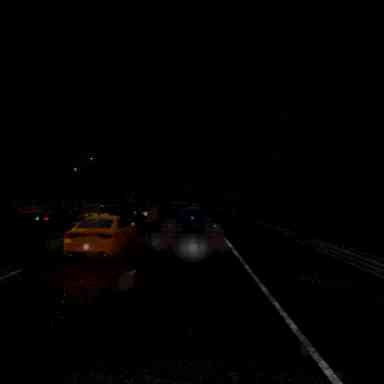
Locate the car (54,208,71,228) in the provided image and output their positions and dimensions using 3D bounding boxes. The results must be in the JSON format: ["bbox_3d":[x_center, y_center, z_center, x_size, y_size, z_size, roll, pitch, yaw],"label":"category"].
[{"bbox_3d":[-10.491,1.894,25.021,2.033,1.411,5.357,0,-1,0],"label":"car"}]

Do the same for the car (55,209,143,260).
[{"bbox_3d":[-3.434,1.663,13.353,1.882,1.535,5.008,0,-1,0],"label":"car"}]

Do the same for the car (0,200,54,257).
[{"bbox_3d":[-6.955,1.377,11.081,2.150,2.045,5.566,0,-1,1],"label":"car"}]

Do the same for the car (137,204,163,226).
[{"bbox_3d":[-3.508,1.727,27.103,2.097,1.767,4.553,0,-1,0],"label":"car"}]

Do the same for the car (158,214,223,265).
[{"bbox_3d":[0.058,1.737,12.362,1.994,1.385,4.181,0,-1,1],"label":"car"}]

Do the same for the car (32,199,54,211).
[{"bbox_3d":[-23.614,2.081,52.844,2.097,1.767,4.553,0,-1,-10],"label":"car"}]

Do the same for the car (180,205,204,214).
[{"bbox_3d":[-0.026,1.870,28.372,1.882,1.535,5.008,0,0,-1],"label":"car"}]

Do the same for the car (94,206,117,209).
[{"bbox_3d":[-7.007,1.868,27.195,2.128,1.511,4.902,0,-1,0],"label":"car"}]

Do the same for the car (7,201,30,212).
[{"bbox_3d":[-27.000,2.242,51.963,1.812,1.442,4.674,0,-1,-10],"label":"car"}]

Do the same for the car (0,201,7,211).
[{"bbox_3d":[-30.358,2.179,50.904,1.882,1.535,5.008,0,-1,-9],"label":"car"}]
